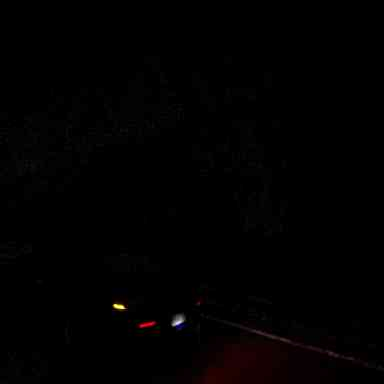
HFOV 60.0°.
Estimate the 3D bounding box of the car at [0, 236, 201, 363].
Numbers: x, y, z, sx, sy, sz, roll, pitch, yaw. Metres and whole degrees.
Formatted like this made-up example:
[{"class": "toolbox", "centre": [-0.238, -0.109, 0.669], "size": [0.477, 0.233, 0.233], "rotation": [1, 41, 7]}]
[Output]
[{"class": "car", "centre": [-1.972, 1.530, 5.885], "size": [4.674, 1.442, 1.812], "rotation": [0, 0, 39]}]
